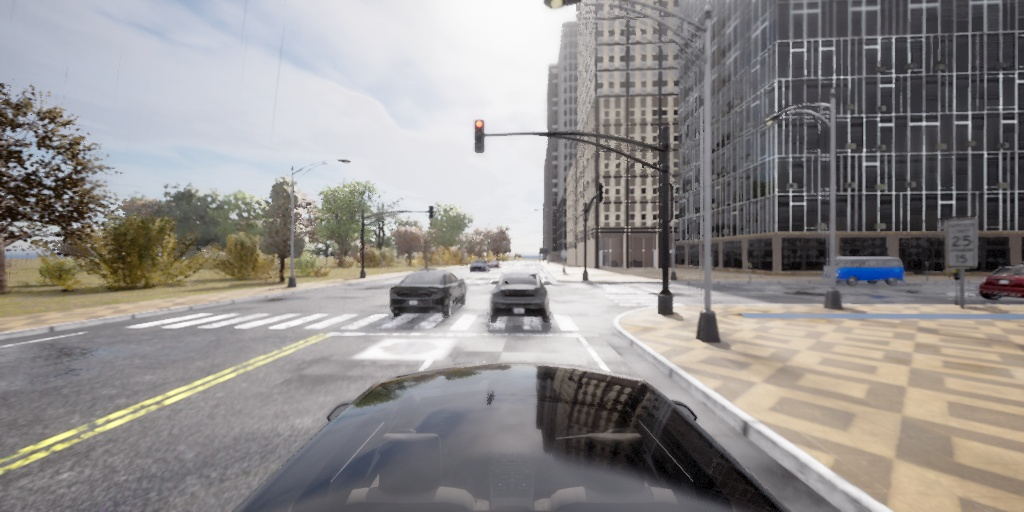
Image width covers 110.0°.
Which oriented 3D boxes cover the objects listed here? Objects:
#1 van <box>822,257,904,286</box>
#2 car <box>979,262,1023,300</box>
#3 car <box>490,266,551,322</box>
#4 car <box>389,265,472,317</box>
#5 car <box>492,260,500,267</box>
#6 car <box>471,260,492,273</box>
[{"bbox_3d":[22.179,0.947,22.745,3.998,1.789,1.690,0,0,4],"label":"van"},{"bbox_3d":[21.536,1.047,14.145,4.097,1.591,1.967,0,0,4],"label":"car"},{"bbox_3d":[0.295,1.296,12.547,1.837,1.490,4.892,0,0,2],"label":"car"},{"bbox_3d":[-2.924,1.266,13.430,1.882,1.535,5.008,0,0,2],"label":"car"},{"bbox_3d":[-3.189,1.521,64.848,1.812,1.442,4.674,0,0,4],"label":"car"},{"bbox_3d":[-4.326,1.275,48.010,2.097,1.767,4.553,0,0,4],"label":"car"}]
